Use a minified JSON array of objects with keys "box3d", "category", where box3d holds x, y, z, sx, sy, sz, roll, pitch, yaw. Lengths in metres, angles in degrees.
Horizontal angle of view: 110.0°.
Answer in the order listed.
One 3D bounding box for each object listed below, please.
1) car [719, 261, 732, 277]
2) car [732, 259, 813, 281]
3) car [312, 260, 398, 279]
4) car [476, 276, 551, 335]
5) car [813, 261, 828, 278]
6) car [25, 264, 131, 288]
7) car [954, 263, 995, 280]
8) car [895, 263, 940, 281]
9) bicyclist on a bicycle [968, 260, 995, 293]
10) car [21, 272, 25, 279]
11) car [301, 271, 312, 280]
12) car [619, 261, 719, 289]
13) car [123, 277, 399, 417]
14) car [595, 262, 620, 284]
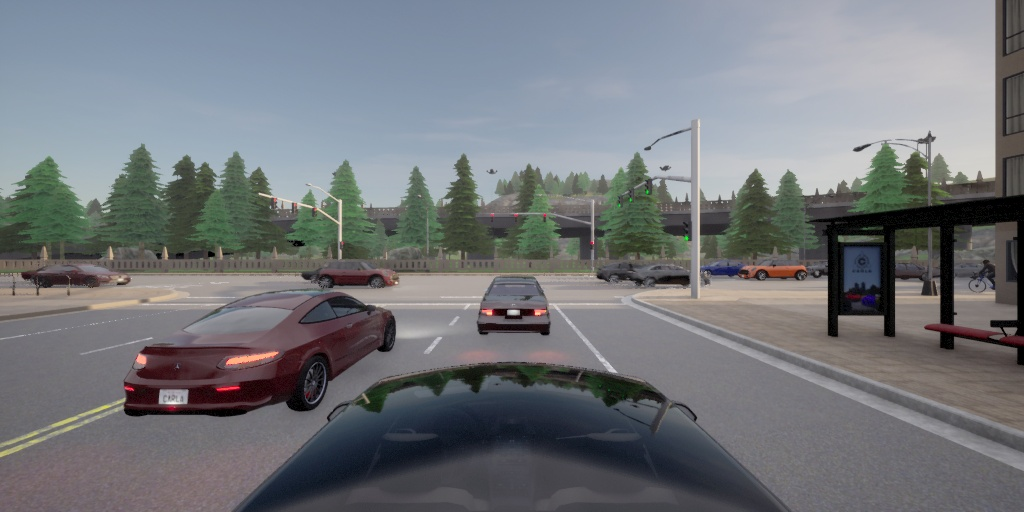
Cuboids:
[{"box3d":[18.905,1.172,32.527,5.008,1.535,1.882,0,0,1],"category":"car"},{"box3d":[20.951,1.046,28.973,4.553,1.767,2.097,0,0,2],"category":"car"},{"box3d":[-9.405,1.083,22.211,4.553,1.767,2.097,0,0,1],"category":"car"},{"box3d":[0.087,1.297,10.464,2.033,1.411,5.357,0,0,1],"category":"car"},{"box3d":[28.286,1.186,32.146,4.902,1.511,2.128,0,0,4],"category":"car"},{"box3d":[-26.746,1.220,22.382,4.674,1.442,1.812,0,0,1],"category":"car"},{"box3d":[38.074,1.258,30.464,4.181,1.385,1.994,0,0,17],"category":"car"},{"box3d":[30.554,1.242,28.534,5.357,1.411,2.033,0,0,6],"category":"car"},{"box3d":[22.755,0.995,17.060,0.582,1.620,1.656,0,0,1],"category":"bicyclist on a bicycle"},{"box3d":[-32.003,1.295,25.949,4.718,1.301,1.895,0,0,0],"category":"car"},{"box3d":[-12.306,1.302,25.746,4.718,1.301,1.895,0,1,1],"category":"car"},{"box3d":[9.508,1.185,21.995,4.902,1.511,2.128,0,0,1],"category":"car"},{"box3d":[-3.447,1.276,5.969,1.812,1.442,4.674,0,0,0],"category":"car"},{"box3d":[8.430,1.199,25.509,4.892,1.490,1.837,0,0,1],"category":"car"}]
